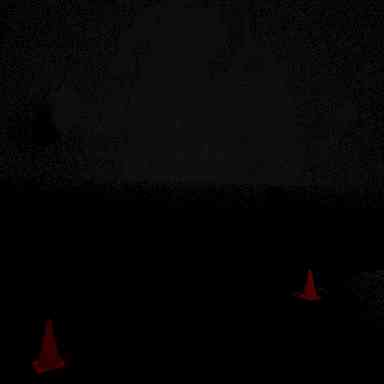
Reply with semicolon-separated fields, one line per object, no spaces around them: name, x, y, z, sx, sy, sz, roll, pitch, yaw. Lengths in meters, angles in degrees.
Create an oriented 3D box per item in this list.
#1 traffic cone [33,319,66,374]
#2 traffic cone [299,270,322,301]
traffic cone;-1.842;1.937;4.297;0.340;0.580;0.340;0;0;-34
traffic cone;2.512;1.947;7.071;0.340;0.580;0.340;0;0;-31
